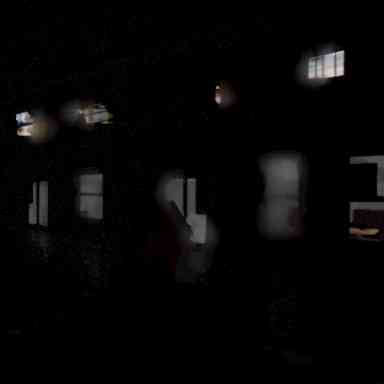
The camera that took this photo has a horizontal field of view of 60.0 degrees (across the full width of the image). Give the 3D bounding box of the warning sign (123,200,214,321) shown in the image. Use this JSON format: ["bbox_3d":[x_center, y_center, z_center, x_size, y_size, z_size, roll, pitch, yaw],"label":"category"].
[{"bbox_3d":[-0.398,1.095,6.080,1.060,1.860,1.300,0,0,36],"label":"warning sign"}]

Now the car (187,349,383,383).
[{"bbox_3d":[1.738,1.585,1.634,4.206,1.307,1.802,0,0,36],"label":"car"}]
